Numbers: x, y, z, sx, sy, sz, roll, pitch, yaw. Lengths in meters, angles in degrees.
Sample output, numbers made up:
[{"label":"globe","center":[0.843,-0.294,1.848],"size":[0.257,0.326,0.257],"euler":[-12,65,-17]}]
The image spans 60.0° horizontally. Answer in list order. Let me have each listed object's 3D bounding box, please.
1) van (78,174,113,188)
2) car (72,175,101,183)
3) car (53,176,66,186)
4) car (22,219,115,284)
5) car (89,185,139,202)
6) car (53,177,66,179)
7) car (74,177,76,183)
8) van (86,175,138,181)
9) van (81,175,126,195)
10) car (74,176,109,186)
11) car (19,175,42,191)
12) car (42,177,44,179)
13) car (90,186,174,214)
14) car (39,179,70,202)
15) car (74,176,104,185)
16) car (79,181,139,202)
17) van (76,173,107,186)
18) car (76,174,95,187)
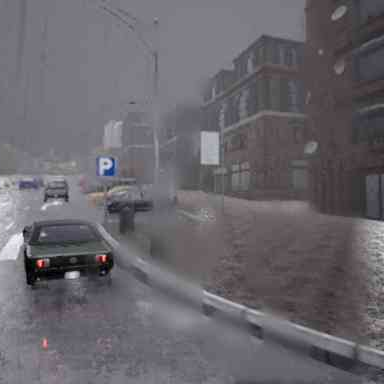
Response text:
[{"label":"van","center":[-14.143,-1.586,48.958],"size":[4.442,1.987,1.878],"euler":[0,4,-41]},{"label":"car","center":[-20.832,-2.538,65.906],"size":[4.892,1.521,2.231],"euler":[0,4,-41]},{"label":"car","center":[-21.644,-1.806,54.421],"size":[1.994,1.385,4.181],"euler":[0,4,-21]},{"label":"car","center":[-3.663,1.401,9.246],"size":[1.895,1.301,4.718],"euler":[0,3,-28]},{"label":"car","center":[-4.388,0.455,23.372],"size":[4.674,1.452,2.002],"euler":[0,4,-41]},{"label":"car","center":[-16.831,-1.028,41.986],"size":[1.882,1.535,5.008],"euler":[0,4,-21]},{"label":"car","center":[-13.146,-1.161,46.052],"size":[4.892,1.521,2.231],"euler":[0,4,-41]},{"label":"van","center":[-6.482,-0.206,29.108],"size":[4.442,1.987,1.878],"euler":[0,4,-41]},{"label":"van","center":[-9.936,-0.795,37.455],"size":[4.442,1.987,1.878],"euler":[0,4,-41]},{"label":"car","center":[-17.381,-1.955,57.525],"size":[5.366,1.575,1.946],"euler":[0,4,-41]},{"label":"car","center":[-19.925,-1.035,40.699],"size":[1.882,1.535,5.008],"euler":[0,4,-21]},{"label":"car","center":[-23.676,-1.836,50.422],"size":[2.097,1.767,4.553],"euler":[0,4,-21]},{"label":"car","center":[-3.304,0.613,20.534],"size":[4.892,1.521,2.231],"euler":[0,4,-41]},{"label":"car","center":[-11.539,-0.065,28.323],"size":[2.128,1.511,4.902],"euler":[0,4,-21]},{"label":"car","center":[-18.595,-2.119,60.262],"size":[4.792,1.488,2.163],"euler":[0,4,-41]},{"label":"car","center":[-5.622,0.216,26.082],"size":[5.366,1.575,1.946],"euler":[0,4,-41]},{"label":"van","center":[-16.501,-1.978,54.469],"size":[4.442,1.987,1.878],"euler":[0,4,-41]},{"label":"car","center":[-7.679,-0.427,31.840],"size":[5.566,2.045,2.435],"euler":[0,4,-41]}]
